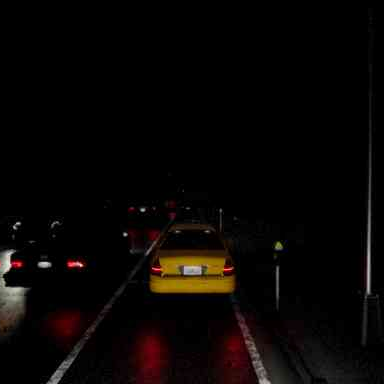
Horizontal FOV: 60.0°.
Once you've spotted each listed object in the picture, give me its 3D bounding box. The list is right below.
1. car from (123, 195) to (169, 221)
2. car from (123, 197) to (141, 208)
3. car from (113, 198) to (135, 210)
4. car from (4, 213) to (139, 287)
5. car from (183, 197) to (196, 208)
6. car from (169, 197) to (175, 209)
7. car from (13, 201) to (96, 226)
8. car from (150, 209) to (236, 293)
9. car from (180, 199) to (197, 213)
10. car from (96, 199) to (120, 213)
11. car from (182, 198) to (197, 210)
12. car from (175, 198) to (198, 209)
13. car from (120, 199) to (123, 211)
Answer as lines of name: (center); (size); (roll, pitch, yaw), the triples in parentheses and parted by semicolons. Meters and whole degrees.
car: (-3.124, 1.220, 23.716); (2.150, 2.045, 5.566); (0, 0, 0)
car: (-8.882, 1.549, 49.605); (1.887, 1.381, 4.507); (-1, 0, 0)
car: (-8.886, 1.553, 44.099); (2.008, 1.369, 4.403); (-1, 0, 0)
car: (-3.037, 1.545, 9.363); (2.033, 1.411, 5.357); (0, 0, 0)
car: (-0.357, 1.549, 49.598); (1.887, 1.381, 4.507); (-1, 0, 0)
car: (-3.016, 1.353, 40.646); (2.097, 1.767, 4.553); (0, 0, 0)
car: (-6.232, 1.349, 15.187); (2.097, 1.767, 4.553); (0, 0, 0)
car: (0.012, 1.455, 8.839); (1.801, 1.575, 5.366); (0, 0, 0)
car: (-0.365, 1.545, 38.587); (1.887, 1.381, 4.507); (-1, 0, 0)
car: (-8.895, 1.439, 33.088); (1.967, 1.590, 4.097); (-1, 0, 0)
car: (-0.361, 1.547, 44.093); (1.887, 1.381, 4.507); (-1, 0, 0)
car: (-0.368, 1.565, 33.083); (1.947, 1.339, 4.313); (-1, 0, 0)
car: (-8.889, 1.566, 38.594); (1.947, 1.339, 4.313); (-1, 0, 0)
